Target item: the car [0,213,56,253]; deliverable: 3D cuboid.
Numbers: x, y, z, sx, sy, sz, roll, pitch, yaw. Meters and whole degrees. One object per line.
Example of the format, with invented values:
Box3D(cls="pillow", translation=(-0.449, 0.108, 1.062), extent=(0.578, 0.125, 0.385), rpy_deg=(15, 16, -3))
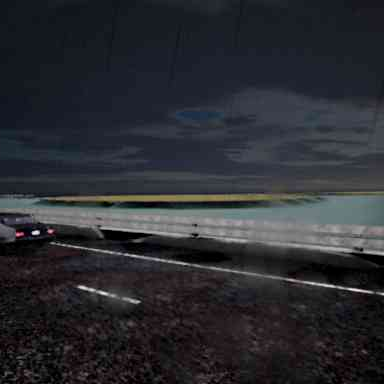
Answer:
Box3D(cls="car", translation=(-7.920, 1.592, 13.996), extent=(5.357, 1.411, 2.033), rpy_deg=(0, 0, 36))
